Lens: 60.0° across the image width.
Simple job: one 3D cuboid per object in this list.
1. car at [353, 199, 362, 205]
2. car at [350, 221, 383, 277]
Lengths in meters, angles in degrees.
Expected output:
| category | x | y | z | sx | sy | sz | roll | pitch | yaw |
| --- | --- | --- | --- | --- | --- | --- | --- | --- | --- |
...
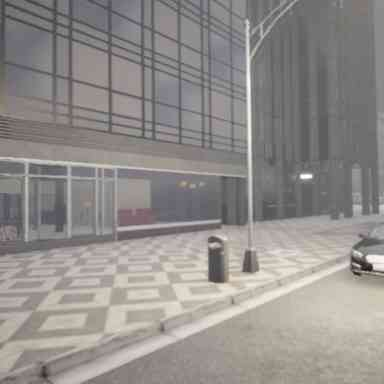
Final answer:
| category | x | y | z | sx | sy | sz | roll | pitch | yaw |
| --- | --- | --- | --- | --- | --- | --- | --- | --- | --- |
| car | 37.395 | 2.341 | 75.276 | 4.313 | 1.339 | 1.947 | -1 | -2 | 44 |
| car | 6.391 | 1.626 | 10.046 | 2.128 | 1.511 | 4.902 | -2 | -2 | 44 |
